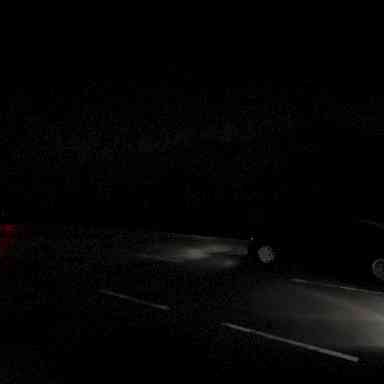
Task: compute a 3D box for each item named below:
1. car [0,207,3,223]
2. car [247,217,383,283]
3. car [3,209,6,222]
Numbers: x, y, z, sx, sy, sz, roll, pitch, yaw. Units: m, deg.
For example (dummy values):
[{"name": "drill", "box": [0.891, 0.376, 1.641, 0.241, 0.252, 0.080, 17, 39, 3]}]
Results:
[{"name": "car", "box": [-11.633, 1.430, 16.584, 4.674, 1.442, 1.812, 0, 0, 35]}, {"name": "car", "box": [4.060, 1.466, 9.686, 5.008, 1.535, 1.882, 0, 0, 36]}, {"name": "car", "box": [-14.659, 1.398, 23.047, 4.674, 1.442, 1.812, 0, 0, 35]}]
